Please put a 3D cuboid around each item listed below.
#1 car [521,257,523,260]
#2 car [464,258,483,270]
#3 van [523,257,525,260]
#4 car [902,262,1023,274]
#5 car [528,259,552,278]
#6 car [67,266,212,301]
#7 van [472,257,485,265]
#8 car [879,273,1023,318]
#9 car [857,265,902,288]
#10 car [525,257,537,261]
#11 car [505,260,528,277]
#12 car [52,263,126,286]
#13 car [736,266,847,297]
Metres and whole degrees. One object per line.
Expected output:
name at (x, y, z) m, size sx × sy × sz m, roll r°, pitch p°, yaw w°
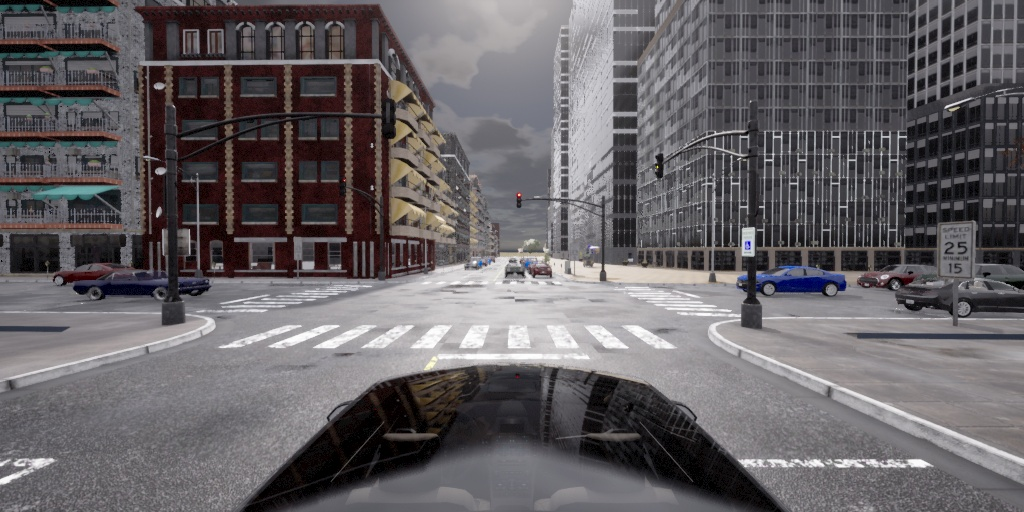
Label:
car at (2.786, 1.237, 56.015) m, size 1.888 × 1.381 × 4.507 m, roll 0°, pitch 0°, yaw 0°
car at (-5.575, 1.267, 50.355) m, size 1.948 × 1.339 × 4.313 m, roll 0°, pitch 0°, yaw 0°
van at (2.773, 1.042, 50.369) m, size 1.690 × 1.789 × 3.998 m, roll 0°, pitch 0°, yaw 0°
car at (24.147, 1.188, 18.876) m, size 4.553 × 1.767 × 2.097 m, roll 0°, pitch 1°, yaw 1°
car at (2.732, 1.270, 33.431) m, size 1.888 × 1.381 × 4.507 m, roll 0°, pitch 0°, yaw 0°
car at (-16.640, 1.298, 16.335) m, size 4.718 × 1.301 × 1.895 m, roll 0°, pitch 1°, yaw 1°
van at (-5.562, 1.033, 56.001) m, size 1.690 × 1.789 × 3.998 m, roll 0°, pitch 0°, yaw 0°
car at (16.742, 1.445, 13.091) m, size 4.403 × 1.370 × 2.007 m, roll 0°, pitch 0°, yaw 1°
car at (23.421, 1.229, 21.622) m, size 4.097 × 1.591 × 1.967 m, roll 0°, pitch 0°, yaw 1°
car at (2.746, 1.157, 39.077) m, size 1.967 × 1.591 × 4.097 m, roll 0°, pitch 0°, yaw 0°
car at (0.249, 1.323, 35.478) m, size 1.895 × 1.301 × 4.718 m, roll 0°, pitch 0°, yaw -1°
car at (-25.808, 1.108, 22.389) m, size 4.507 × 1.381 × 1.888 m, roll 0°, pitch 0°, yaw 1°
car at (14.687, 1.269, 19.036) m, size 5.008 × 1.535 × 1.882 m, roll 0°, pitch 1°, yaw 2°
